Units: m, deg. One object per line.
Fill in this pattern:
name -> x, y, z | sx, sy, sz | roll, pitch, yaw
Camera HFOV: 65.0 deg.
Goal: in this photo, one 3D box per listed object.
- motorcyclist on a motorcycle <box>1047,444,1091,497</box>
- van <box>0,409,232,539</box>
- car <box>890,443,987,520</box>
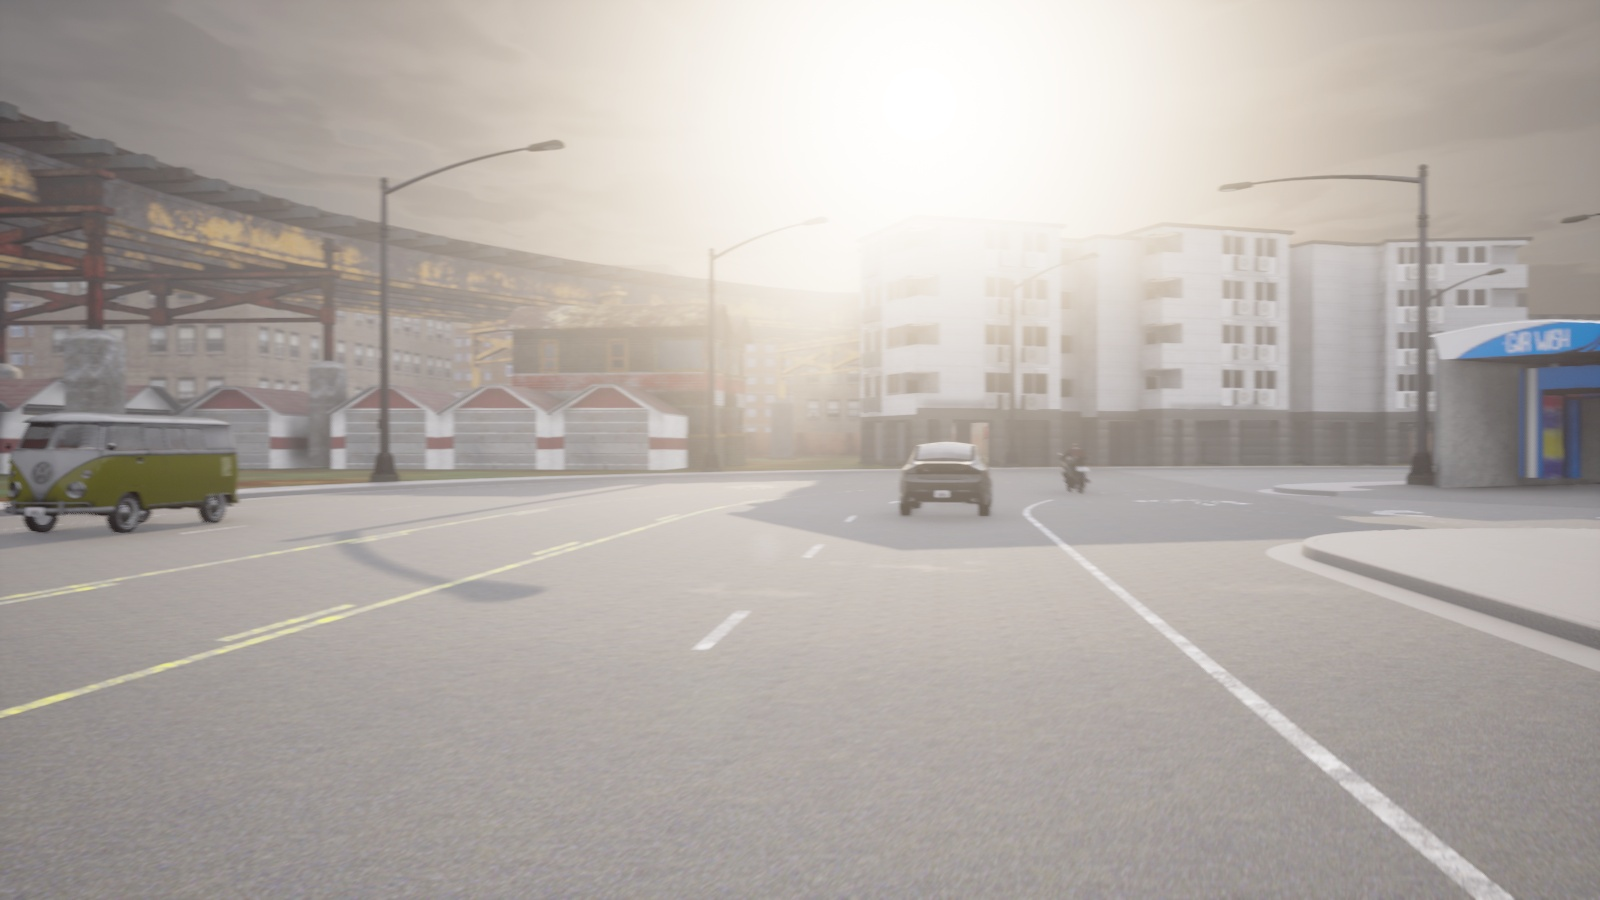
motorcyclist on a motorcycle -> 8.089, 0.585, 37.825 | 0.866, 1.530, 2.191 | 2, 0, 1
van -> -11.772, 0.351, 21.458 | 1.775, 1.987, 4.442 | 0, 0, 6
car -> 3.077, 0.606, 27.149 | 1.837, 1.490, 4.892 | 0, 1, 9
